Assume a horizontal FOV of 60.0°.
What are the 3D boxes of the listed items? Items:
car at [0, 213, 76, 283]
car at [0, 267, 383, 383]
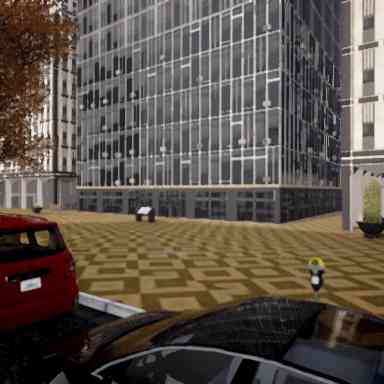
[{"bbox_3d":[-4.063,1.291,5.758,5.009,1.841,2.192,0,0,35],"label":"car"},{"bbox_3d":[0.440,1.562,2.561,4.313,1.339,1.947,0,0,35],"label":"car"}]
